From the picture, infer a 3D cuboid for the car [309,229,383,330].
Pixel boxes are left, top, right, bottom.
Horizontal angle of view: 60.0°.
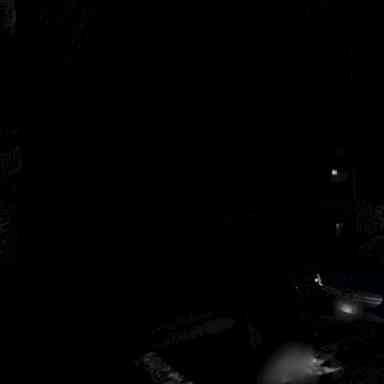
[{"bbox_3d":[4.211,1.436,6.375,4.674,1.442,1.812,-1,0,-36],"label":"car"}]
